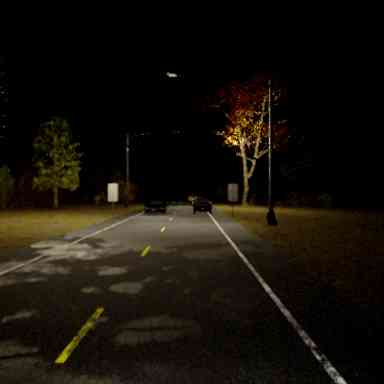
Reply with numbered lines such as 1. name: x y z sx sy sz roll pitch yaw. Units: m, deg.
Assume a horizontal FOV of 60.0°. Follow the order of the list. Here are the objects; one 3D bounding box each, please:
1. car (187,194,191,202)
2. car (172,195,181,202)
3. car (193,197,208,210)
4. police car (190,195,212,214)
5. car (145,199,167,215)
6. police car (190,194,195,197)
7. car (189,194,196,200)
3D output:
1. car: 0.073 1.278 69.864 1.882 1.535 5.008 0 0 0
2. car: -3.412 1.411 75.577 2.033 1.411 5.357 0 0 0
3. car: 1.063 1.477 44.651 1.837 1.490 4.892 0 0 0
4. police car: 1.052 1.405 34.766 1.930 1.638 5.238 0 0 0
5. car: -3.591 1.458 33.821 1.882 1.535 5.008 0 0 0
6. police car: 1.077 1.391 50.760 1.930 1.638 5.238 0 0 0
7. car: 0.124 1.304 90.801 1.837 1.490 4.892 0 0 0
